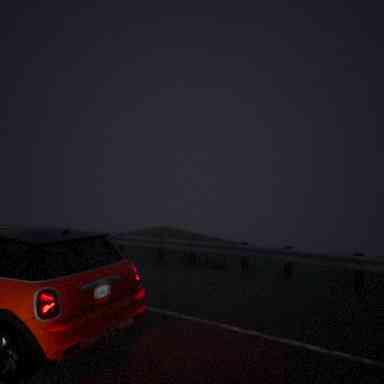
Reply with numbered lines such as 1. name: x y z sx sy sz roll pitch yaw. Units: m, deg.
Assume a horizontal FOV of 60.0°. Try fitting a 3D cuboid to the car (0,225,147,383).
1. car: -3.025 1.374 5.600 4.553 1.767 2.097 0 0 31
